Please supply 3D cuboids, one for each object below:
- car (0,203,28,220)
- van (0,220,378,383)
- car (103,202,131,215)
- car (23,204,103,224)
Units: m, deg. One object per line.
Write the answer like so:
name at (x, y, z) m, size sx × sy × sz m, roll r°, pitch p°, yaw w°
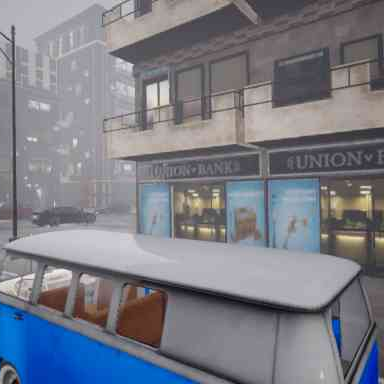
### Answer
car at (-15.270, 1.608, 27.301) m, size 1.967 × 1.590 × 4.097 m, roll -2°, pitch -1°, yaw 36°
van at (-0.422, 1.342, 3.162) m, size 3.998 × 1.788 × 1.690 m, roll 0°, pitch -1°, yaw 36°
car at (-8.591, 1.797, 36.385) m, size 1.947 × 1.339 × 4.313 m, roll -2°, pitch -1°, yaw 36°
car at (-8.518, 1.583, 22.334) m, size 1.947 × 1.339 × 4.313 m, roll -2°, pitch -1°, yaw 36°
